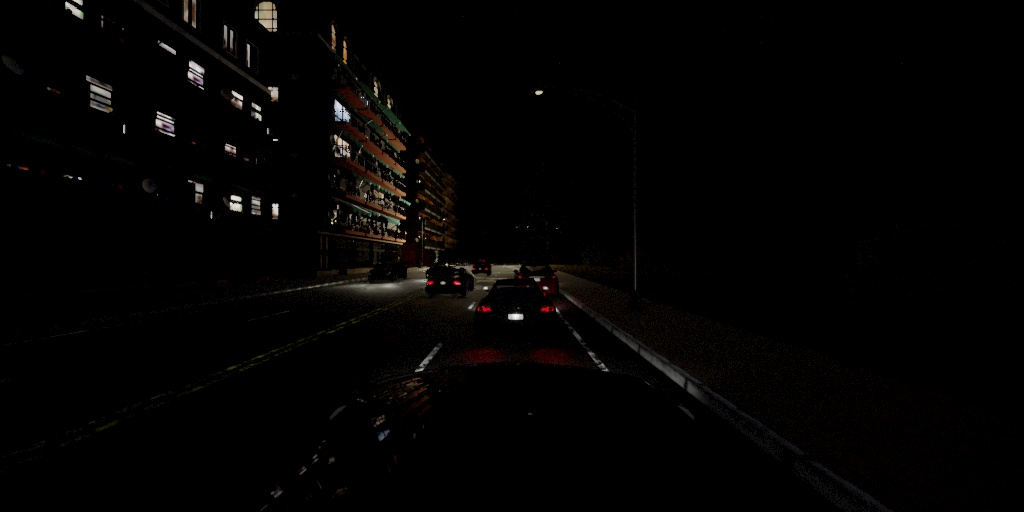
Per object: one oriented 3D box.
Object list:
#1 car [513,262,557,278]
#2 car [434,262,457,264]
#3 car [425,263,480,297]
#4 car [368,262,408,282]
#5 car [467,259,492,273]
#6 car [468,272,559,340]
[{"bbox_3d":[1.148,1.103,18.524,2.097,1.767,4.553,0,0,0],"label":"car"},{"bbox_3d":[-6.580,1.316,32.870,1.994,1.385,4.181,0,0,0],"label":"car"},{"bbox_3d":[-3.136,1.300,18.934,2.033,1.411,5.357,0,0,0],"label":"car"},{"bbox_3d":[-9.831,1.230,28.734,1.882,1.535,5.008,0,0,0],"label":"car"},{"bbox_3d":[-3.128,1.299,37.704,2.033,1.411,5.357,0,0,0],"label":"car"},{"bbox_3d":[0.100,1.315,9.944,1.994,1.385,4.181,0,0,0],"label":"car"}]
